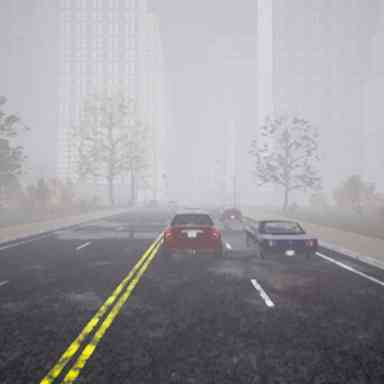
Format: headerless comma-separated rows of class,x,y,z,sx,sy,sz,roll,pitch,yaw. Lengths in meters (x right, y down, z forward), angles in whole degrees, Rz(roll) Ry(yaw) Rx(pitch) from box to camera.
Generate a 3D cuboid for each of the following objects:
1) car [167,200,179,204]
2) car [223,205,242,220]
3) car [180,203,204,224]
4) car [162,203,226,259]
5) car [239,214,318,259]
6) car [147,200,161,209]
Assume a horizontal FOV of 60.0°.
car,-3.278,2.128,57.139,1.812,1.442,4.674,0,-1,1
car,3.268,1.843,28.854,1.812,1.442,4.674,0,0,0
car,0.022,1.798,29.206,1.882,1.535,5.008,0,0,0
car,0.016,1.503,13.399,2.097,1.767,4.553,0,-1,0
car,3.263,1.751,13.217,1.895,1.301,4.718,0,-1,0
car,-6.522,2.114,57.535,1.837,1.490,4.892,0,-1,0
